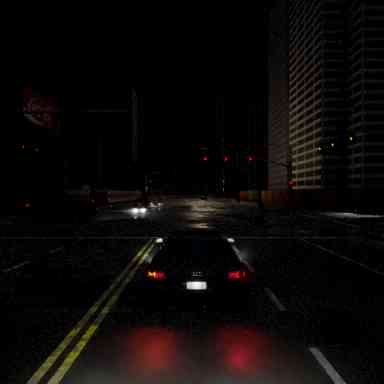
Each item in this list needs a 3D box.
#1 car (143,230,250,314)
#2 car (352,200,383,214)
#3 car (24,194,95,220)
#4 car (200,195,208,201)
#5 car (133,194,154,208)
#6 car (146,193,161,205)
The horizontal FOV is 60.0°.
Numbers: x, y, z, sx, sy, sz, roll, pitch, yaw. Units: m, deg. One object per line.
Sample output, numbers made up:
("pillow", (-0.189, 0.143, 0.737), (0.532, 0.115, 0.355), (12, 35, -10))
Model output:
("car", (0.076, 1.564, 7.685), (1.994, 1.385, 4.181), (0, 0, 0))
("car", (19.626, 1.547, 34.471), (5.357, 1.411, 2.033), (0, 0, 0))
("car", (-11.017, 1.224, 27.934), (5.566, 2.045, 2.150), (0, 1, -14))
("car", (3.268, 1.525, 87.523), (2.128, 1.511, 4.902), (0, 0, 0))
("car", (-7.214, 1.491, 48.065), (2.128, 1.511, 4.902), (0, 0, 0))
("car", (-7.229, 1.221, 58.018), (2.150, 2.045, 5.566), (0, 0, 0))
